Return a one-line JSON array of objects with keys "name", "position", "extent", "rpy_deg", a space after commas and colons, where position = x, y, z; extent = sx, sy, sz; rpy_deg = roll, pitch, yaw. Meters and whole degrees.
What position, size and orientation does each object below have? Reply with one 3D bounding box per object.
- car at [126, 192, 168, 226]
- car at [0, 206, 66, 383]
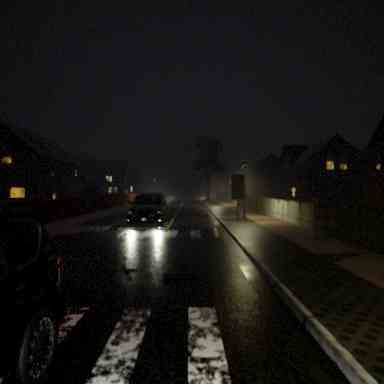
[{"name": "car", "position": [-2.765, 1.096, 21.738], "extent": [2.150, 2.045, 5.566], "rpy_deg": [0, 2, 0]}, {"name": "car", "position": [-2.750, 1.209, 2.237], "extent": [2.150, 2.045, 5.566], "rpy_deg": [0, 1, 0]}]
